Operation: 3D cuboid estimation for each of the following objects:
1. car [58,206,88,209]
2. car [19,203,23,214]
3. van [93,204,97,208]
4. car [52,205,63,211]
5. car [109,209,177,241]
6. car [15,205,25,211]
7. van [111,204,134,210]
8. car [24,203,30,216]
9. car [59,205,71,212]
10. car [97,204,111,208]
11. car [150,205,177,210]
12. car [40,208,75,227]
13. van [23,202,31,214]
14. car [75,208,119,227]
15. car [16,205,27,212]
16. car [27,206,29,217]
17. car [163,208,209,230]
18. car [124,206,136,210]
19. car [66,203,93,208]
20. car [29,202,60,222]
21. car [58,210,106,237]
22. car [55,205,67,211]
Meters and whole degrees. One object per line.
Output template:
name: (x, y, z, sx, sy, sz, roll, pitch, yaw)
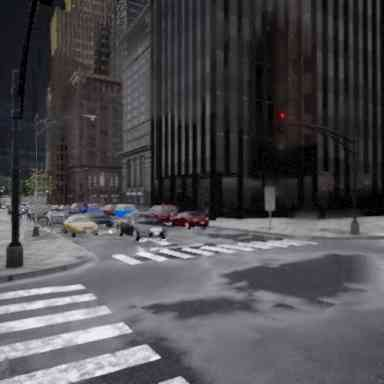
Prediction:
car: (-13.797, 2.665, 38.375, 1.994, 1.385, 4.181, 0, -2, -30)
car: (-30.142, 3.226, 60.744, 1.967, 1.590, 4.097, 0, -1, -31)
van: (-15.834, 2.833, 53.364, 1.690, 1.788, 3.998, -1, -1, -31)
car: (-34.010, 3.936, 84.044, 2.008, 1.369, 4.403, 0, -1, -31)
car: (-3.136, 2.051, 20.247, 2.128, 1.511, 4.902, 0, -2, -30)
car: (-41.083, 3.903, 79.255, 1.802, 1.307, 4.206, 0, -1, -31)
van: (-8.085, 2.443, 40.220, 1.690, 1.788, 3.998, -1, -1, -31)
car: (-22.594, 2.849, 47.976, 1.967, 1.590, 4.097, 0, -1, -31)
car: (-28.717, 3.695, 75.088, 1.947, 1.339, 4.313, 0, -1, -31)
car: (-10.668, 2.547, 44.602, 2.192, 1.841, 5.009, -1, -1, -31)
car: (-2.919, 2.156, 31.459, 2.192, 1.841, 5.009, -1, -1, -31)
car: (-12.650, 2.461, 31.154, 2.008, 1.369, 4.403, 0, -1, -31)
van: (-25.082, 2.875, 52.183, 1.690, 1.788, 3.998, 0, -1, -31)
car: (-8.510, 2.381, 29.405, 2.033, 1.411, 5.357, 0, -2, -31)
car: (-38.348, 3.733, 74.628, 1.887, 1.381, 4.507, 0, -1, -31)
car: (-20.107, 2.830, 43.769, 1.887, 1.381, 4.507, 0, -1, -31)
car: (-0.332, 2.255, 27.073, 1.887, 1.381, 4.507, -1, -1, -31)
car: (-5.497, 2.553, 35.835, 1.802, 1.307, 4.206, -1, -1, -31)
car: (-16.956, 2.637, 49.980, 2.150, 2.045, 5.566, 0, -2, -30)
car: (-17.626, 2.475, 39.568, 2.192, 1.841, 5.009, 0, -1, -31)
car: (-7.593, 2.180, 22.599, 1.752, 1.417, 4.829, 0, -1, -31)
car: (-31.364, 3.823, 79.566, 1.947, 1.339, 4.313, 0, -1, -31)
